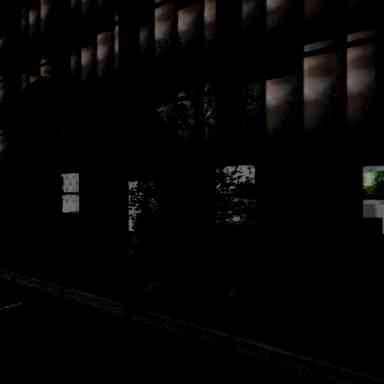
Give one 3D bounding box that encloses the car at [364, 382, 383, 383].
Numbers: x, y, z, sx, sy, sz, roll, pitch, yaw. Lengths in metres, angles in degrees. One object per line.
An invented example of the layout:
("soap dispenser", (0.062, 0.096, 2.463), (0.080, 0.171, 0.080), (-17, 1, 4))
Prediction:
("car", (2.489, 1.589, 1.098), (4.206, 1.307, 1.802), (0, 0, 36))
